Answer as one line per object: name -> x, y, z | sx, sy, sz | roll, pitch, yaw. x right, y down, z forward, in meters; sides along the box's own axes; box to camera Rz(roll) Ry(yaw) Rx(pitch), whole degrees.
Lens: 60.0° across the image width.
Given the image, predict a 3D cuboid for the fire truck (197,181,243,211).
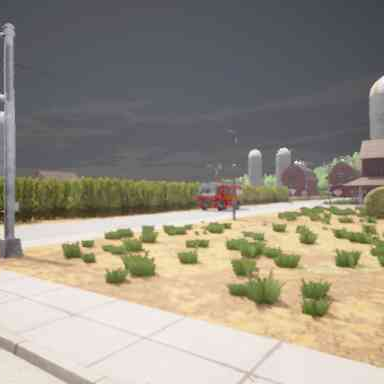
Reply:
fire truck -> 3.965, 0.560, 45.380 | 2.891, 3.827, 8.468 | -1, 0, 33
